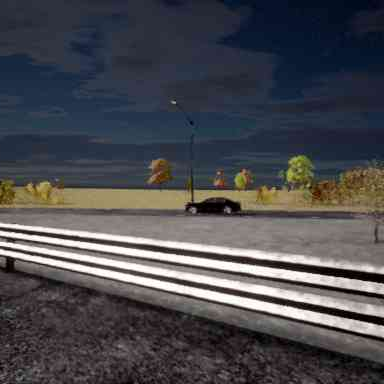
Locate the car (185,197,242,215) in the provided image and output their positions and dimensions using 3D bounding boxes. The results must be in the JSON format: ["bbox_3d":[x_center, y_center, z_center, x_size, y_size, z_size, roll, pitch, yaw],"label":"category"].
[{"bbox_3d":[1.871,1.202,29.390,5.008,1.535,1.882,0,0,15],"label":"car"}]
